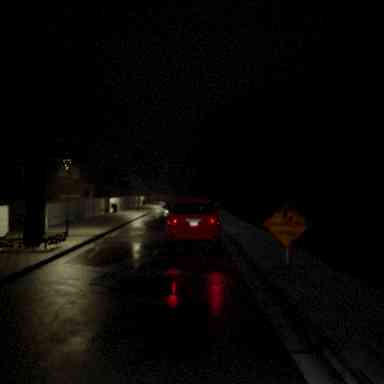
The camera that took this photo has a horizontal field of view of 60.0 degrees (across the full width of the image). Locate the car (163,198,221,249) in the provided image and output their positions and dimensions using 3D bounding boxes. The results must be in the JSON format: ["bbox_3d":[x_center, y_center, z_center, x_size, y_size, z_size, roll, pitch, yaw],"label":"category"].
[{"bbox_3d":[0.057,1.275,14.895,2.150,2.045,5.566,0,0,0],"label":"car"}]

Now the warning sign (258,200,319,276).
[{"bbox_3d":[2.506,1.148,8.795,1.300,1.860,1.060,0,0,0],"label":"warning sign"}]

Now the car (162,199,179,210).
[{"bbox_3d":[-2.933,1.730,46.784,2.033,1.411,5.357,0,0,0],"label":"car"}]

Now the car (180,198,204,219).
[{"bbox_3d":[0.023,1.468,30.828,2.097,1.767,4.553,0,0,0],"label":"car"}]
